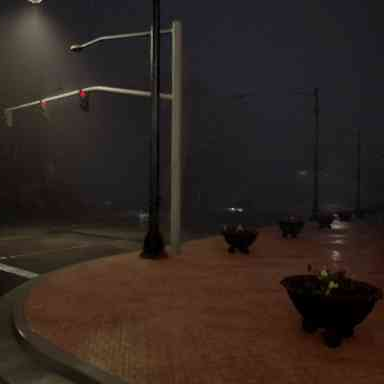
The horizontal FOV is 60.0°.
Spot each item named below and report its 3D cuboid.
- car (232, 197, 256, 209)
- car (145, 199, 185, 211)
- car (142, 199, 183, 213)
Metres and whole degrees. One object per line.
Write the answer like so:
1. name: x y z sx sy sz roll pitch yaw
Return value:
1. car: 7.966 1.922 52.311 1.994 1.385 4.181 1 0 35
2. car: -3.366 1.633 42.409 2.033 1.411 5.357 1 0 35
3. car: -3.392 1.553 36.283 1.837 1.490 4.892 1 0 35
